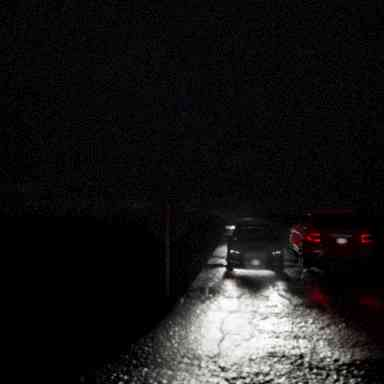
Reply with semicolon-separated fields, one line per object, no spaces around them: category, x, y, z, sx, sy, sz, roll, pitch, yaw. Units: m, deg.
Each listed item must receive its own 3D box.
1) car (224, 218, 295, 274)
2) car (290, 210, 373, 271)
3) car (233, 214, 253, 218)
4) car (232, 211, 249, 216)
car;2.307;1.947;12.432;2.128;1.511;4.902;0;-2;9
car;5.202;1.707;13.047;2.150;2.045;5.566;0;-2;11
car;3.917;2.435;22.926;1.895;1.301;4.718;0;-2;8
car;5.518;2.836;36.602;1.837;1.490;4.892;0;-2;5
